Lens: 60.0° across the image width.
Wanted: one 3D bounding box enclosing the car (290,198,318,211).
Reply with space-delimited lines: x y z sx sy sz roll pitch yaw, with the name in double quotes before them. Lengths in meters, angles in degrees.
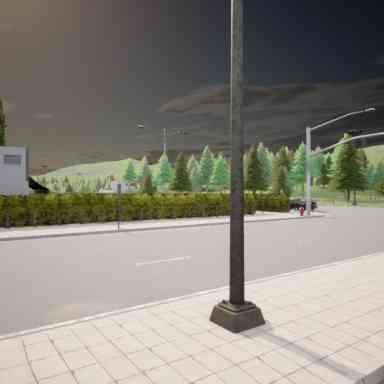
"car" 12.554 1.507 39.742 1.837 1.490 4.892 0 1 -35
